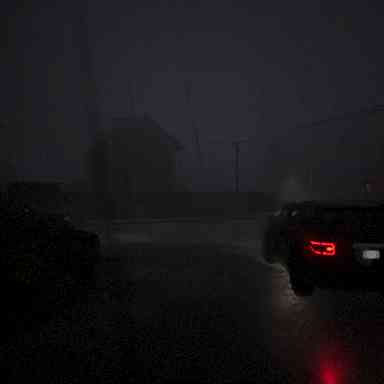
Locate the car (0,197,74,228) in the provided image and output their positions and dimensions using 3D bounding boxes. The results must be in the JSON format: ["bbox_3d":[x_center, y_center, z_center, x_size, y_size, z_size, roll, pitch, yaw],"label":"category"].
[{"bbox_3d":[-8.000,1.222,14.262,5.566,2.045,2.150,0,0,-25],"label":"car"}]

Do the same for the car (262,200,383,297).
[{"bbox_3d":[3.350,1.220,8.678,2.150,2.045,5.566,0,0,2],"label":"car"}]

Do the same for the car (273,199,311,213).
[{"bbox_3d":[11.375,1.557,38.035,1.994,1.385,4.181,0,0,-23],"label":"car"}]
